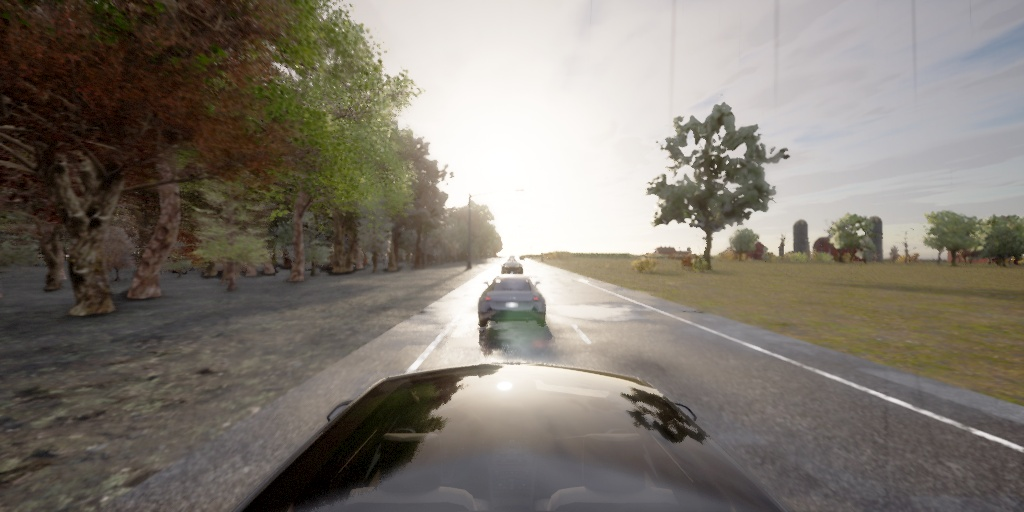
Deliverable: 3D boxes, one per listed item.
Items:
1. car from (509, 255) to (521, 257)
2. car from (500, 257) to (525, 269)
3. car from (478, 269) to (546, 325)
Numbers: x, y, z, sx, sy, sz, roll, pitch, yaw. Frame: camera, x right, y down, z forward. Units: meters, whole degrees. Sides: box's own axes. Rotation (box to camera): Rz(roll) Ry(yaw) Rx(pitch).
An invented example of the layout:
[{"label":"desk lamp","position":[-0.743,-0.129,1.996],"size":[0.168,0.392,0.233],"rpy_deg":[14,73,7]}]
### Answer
[{"label":"car","position":[0.016,1.044,61.879],"size":[2.128,1.511,4.902],"rpy_deg":[0,0,0]},{"label":"car","position":[0.008,1.141,30.694],"size":[1.882,1.535,5.008],"rpy_deg":[0,0,0]},{"label":"car","position":[0.002,1.285,11.669],"size":[1.994,1.385,4.181],"rpy_deg":[0,0,0]}]
